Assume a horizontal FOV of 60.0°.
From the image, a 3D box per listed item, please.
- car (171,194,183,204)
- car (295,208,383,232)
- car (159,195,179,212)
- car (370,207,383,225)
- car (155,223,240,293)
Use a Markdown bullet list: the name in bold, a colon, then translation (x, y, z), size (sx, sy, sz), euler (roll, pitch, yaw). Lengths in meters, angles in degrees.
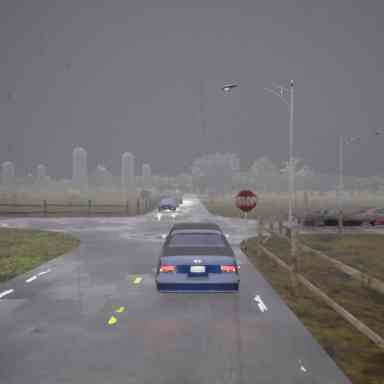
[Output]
- **car**: translation (-2.833, 1.441, 49.254), size (2.128, 1.511, 4.902), euler (0, 0, 0)
- **car**: translation (9.325, 1.819, 21.595), size (4.718, 1.301, 1.895), euler (1, 1, 0)
- **car**: translation (-2.799, 1.445, 38.819), size (1.882, 1.535, 5.008), euler (0, 0, -1)
- **car**: translation (13.506, 1.823, 24.569), size (4.181, 1.385, 1.994), euler (1, 1, 0)
- **car**: translation (0.106, 1.543, 8.962), size (2.033, 1.411, 5.357), euler (0, 0, 0)
